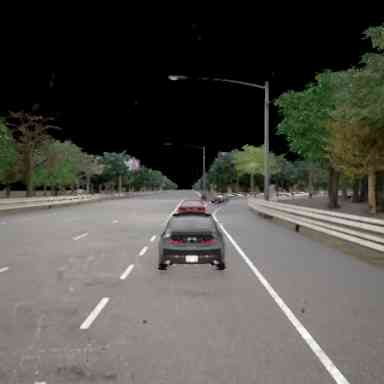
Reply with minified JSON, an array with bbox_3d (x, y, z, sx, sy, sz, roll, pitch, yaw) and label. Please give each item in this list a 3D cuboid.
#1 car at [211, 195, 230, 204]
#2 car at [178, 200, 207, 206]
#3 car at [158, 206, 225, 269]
[{"bbox_3d":[4.363,1.148,49.874,1.895,1.301,4.718,0,1,18],"label":"car"},{"bbox_3d":[0.038,1.284,23.194,1.882,1.535,5.008,0,0,1],"label":"car"},{"bbox_3d":[-0.004,1.407,10.769,1.837,1.490,4.892,0,1,0],"label":"car"}]
